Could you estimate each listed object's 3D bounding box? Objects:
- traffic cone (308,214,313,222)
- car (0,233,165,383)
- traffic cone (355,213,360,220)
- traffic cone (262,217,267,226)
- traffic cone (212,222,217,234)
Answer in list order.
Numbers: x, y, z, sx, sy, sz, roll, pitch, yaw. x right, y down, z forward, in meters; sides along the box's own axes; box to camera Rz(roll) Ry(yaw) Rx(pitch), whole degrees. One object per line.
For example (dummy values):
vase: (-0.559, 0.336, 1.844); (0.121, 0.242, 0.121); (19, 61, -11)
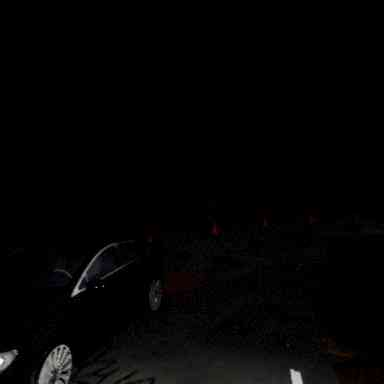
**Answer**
traffic cone: (9.041, 1.967, 25.231); (0.340, 0.580, 0.340); (1, 0, -34)
car: (-1.876, 1.454, 5.014); (2.128, 1.511, 4.902); (1, 0, 15)
traffic cone: (13.813, 2.017, 27.881); (0.340, 0.580, 0.340); (1, 0, -24)
traffic cone: (4.794, 1.930, 21.801); (0.340, 0.580, 0.340); (0, 0, -44)
traffic cone: (1.198, 1.904, 17.694); (0.340, 0.580, 0.340); (1, 0, 36)
